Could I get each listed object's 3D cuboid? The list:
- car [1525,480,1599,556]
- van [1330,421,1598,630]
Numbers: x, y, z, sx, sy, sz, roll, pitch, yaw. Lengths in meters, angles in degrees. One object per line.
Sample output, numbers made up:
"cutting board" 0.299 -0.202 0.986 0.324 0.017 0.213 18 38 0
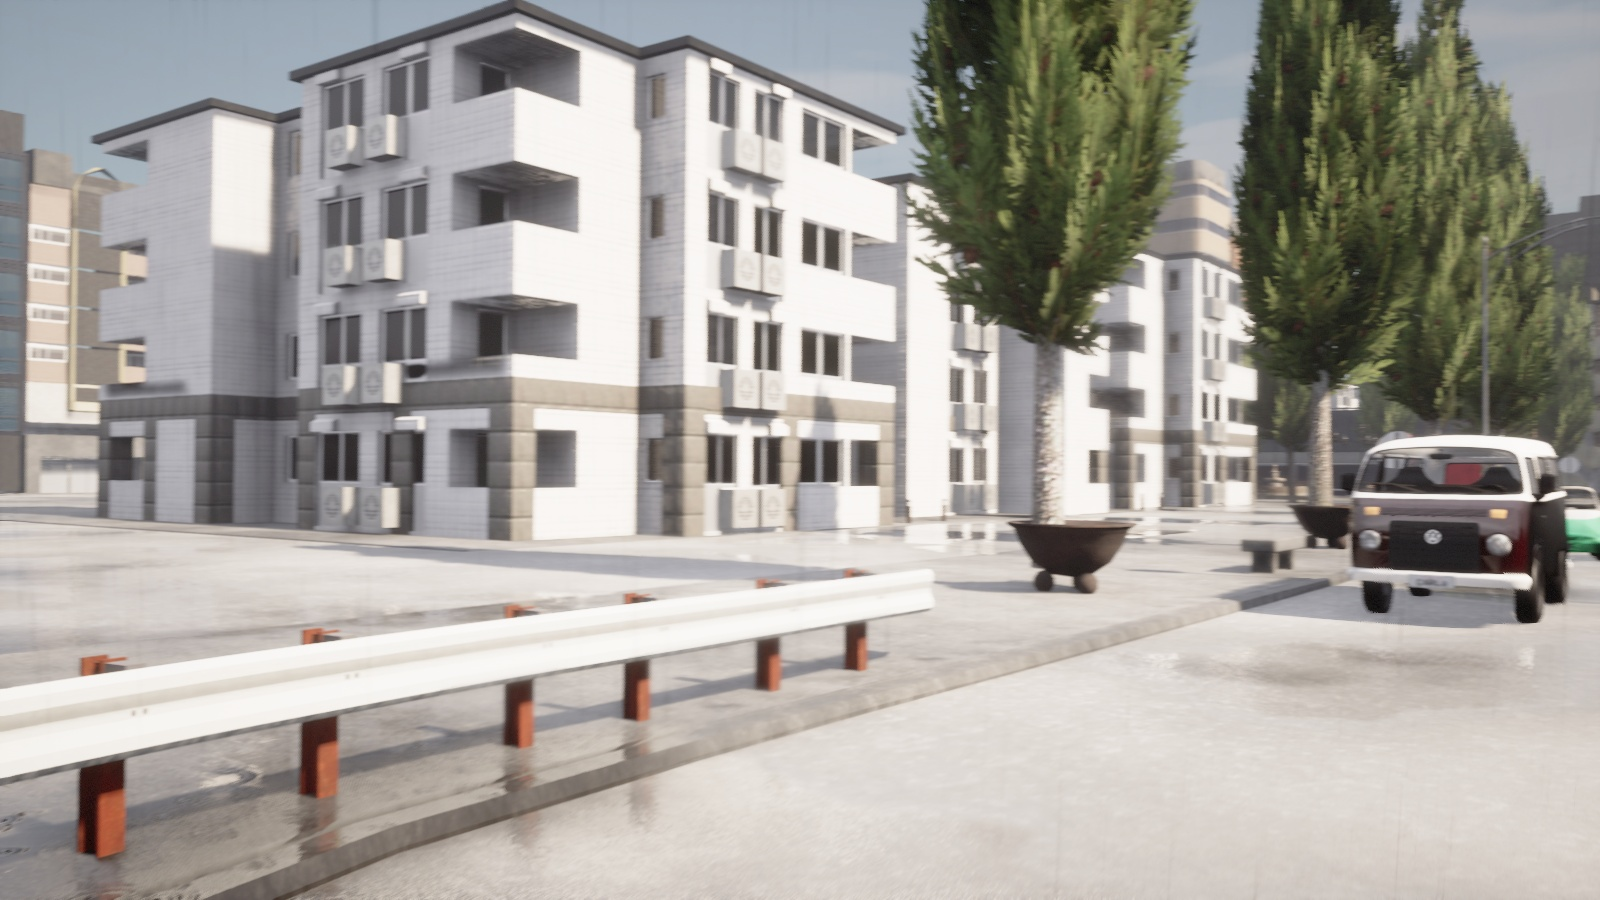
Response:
"car" 14.807 1.253 23.901 1.481 1.376 2.207 -1 -2 37
"van" 7.869 0.774 14.656 2.069 2.038 4.480 -1 -1 37
